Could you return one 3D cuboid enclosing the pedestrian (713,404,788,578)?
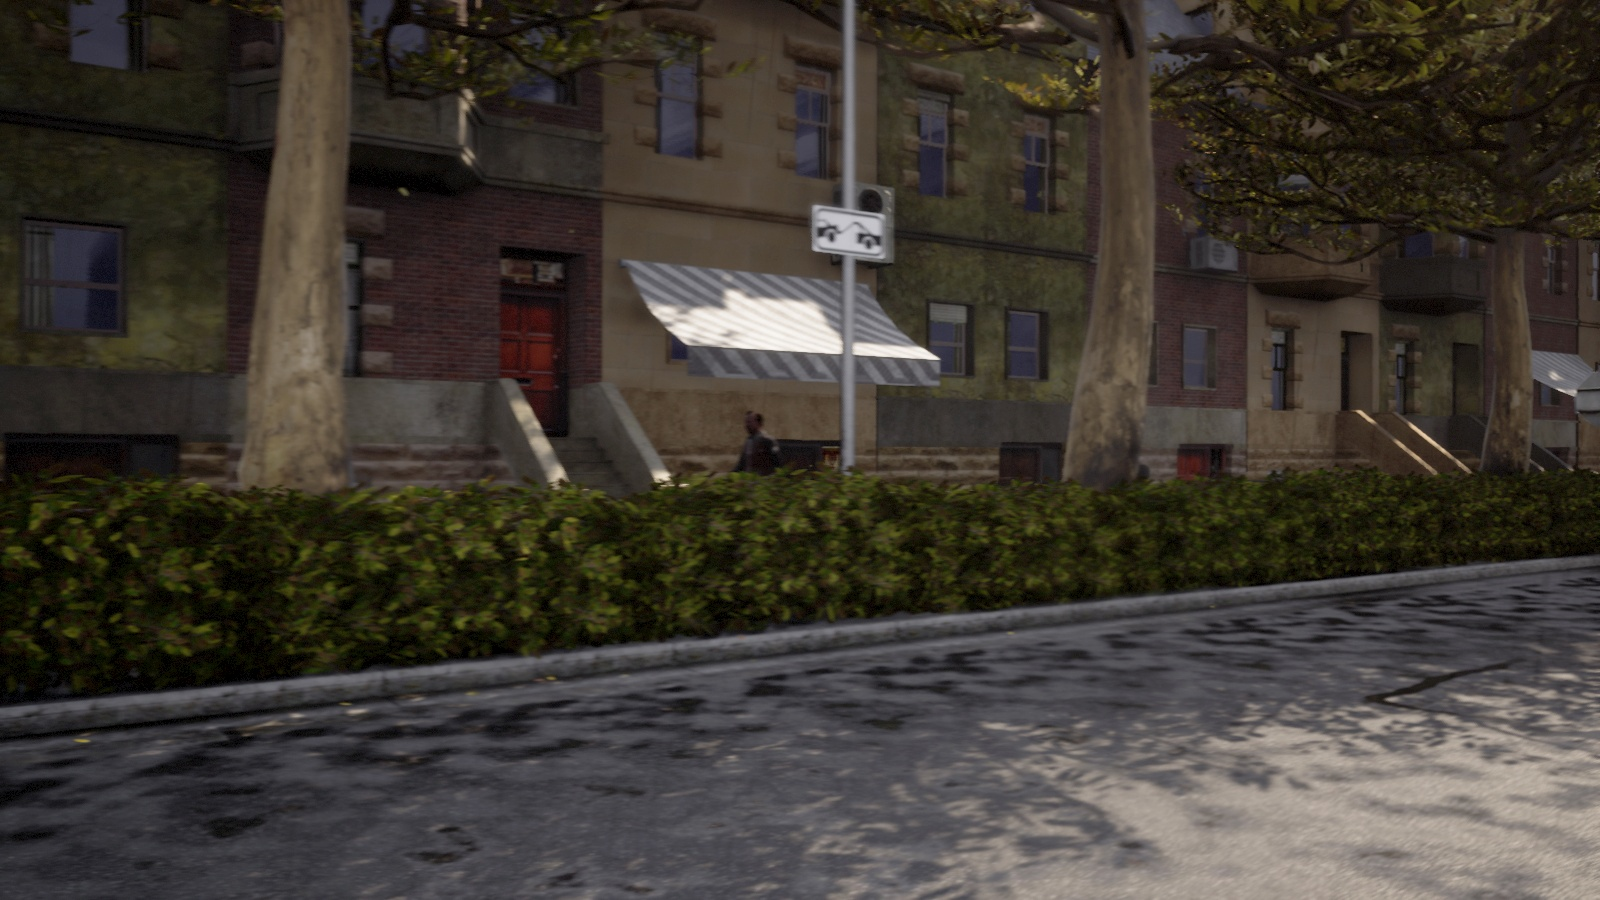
[{"bbox_3d":[-0.539,0.436,13.695,0.720,1.854,0.376,0,0,-36],"label":"pedestrian"}]
